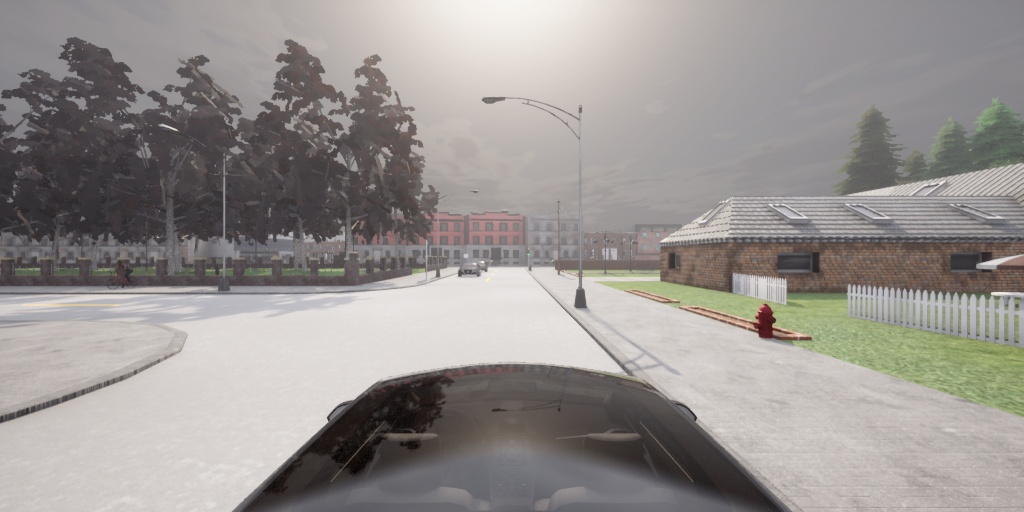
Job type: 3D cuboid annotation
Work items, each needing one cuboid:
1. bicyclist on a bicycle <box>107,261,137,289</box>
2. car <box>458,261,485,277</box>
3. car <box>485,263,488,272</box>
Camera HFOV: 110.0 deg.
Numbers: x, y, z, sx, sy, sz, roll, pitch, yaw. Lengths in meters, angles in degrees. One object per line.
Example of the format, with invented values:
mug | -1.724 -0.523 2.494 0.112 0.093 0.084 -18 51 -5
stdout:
bicyclist on a bicycle | -22.656 1.099 20.853 0.582 1.620 1.656 0 0 0
car | -4.125 1.314 35.608 1.994 1.385 4.181 0 0 0
car | -4.109 1.314 45.593 1.994 1.385 4.181 0 0 0
